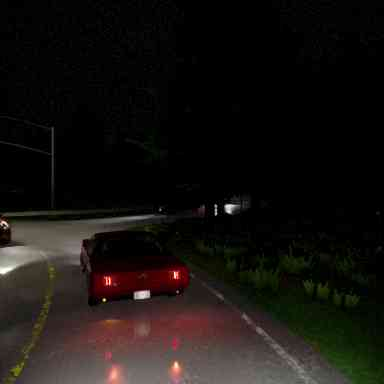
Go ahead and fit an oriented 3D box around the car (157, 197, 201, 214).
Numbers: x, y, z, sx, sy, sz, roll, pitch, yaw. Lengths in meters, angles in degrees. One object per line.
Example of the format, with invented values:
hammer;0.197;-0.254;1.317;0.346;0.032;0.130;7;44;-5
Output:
car;-1.232;1.256;31.942;2.128;1.511;4.902;0;2;42

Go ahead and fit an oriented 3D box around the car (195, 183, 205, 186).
car;2.828;-0.528;52.699;2.097;1.767;4.553;0;5;-23

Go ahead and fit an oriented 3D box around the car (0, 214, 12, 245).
car;-9.523;1.356;14.435;2.097;1.767;4.553;0;0;-45

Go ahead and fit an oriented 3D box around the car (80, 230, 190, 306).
car;-1.695;1.601;8.189;1.895;1.301;4.718;0;0;-21

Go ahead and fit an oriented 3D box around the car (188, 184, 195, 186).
car;0.013;-1.820;70.135;2.128;1.511;4.902;0;5;-1

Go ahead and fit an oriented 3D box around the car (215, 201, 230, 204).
car;3.849;0.610;41.666;1.837;1.490;4.892;0;4;8
